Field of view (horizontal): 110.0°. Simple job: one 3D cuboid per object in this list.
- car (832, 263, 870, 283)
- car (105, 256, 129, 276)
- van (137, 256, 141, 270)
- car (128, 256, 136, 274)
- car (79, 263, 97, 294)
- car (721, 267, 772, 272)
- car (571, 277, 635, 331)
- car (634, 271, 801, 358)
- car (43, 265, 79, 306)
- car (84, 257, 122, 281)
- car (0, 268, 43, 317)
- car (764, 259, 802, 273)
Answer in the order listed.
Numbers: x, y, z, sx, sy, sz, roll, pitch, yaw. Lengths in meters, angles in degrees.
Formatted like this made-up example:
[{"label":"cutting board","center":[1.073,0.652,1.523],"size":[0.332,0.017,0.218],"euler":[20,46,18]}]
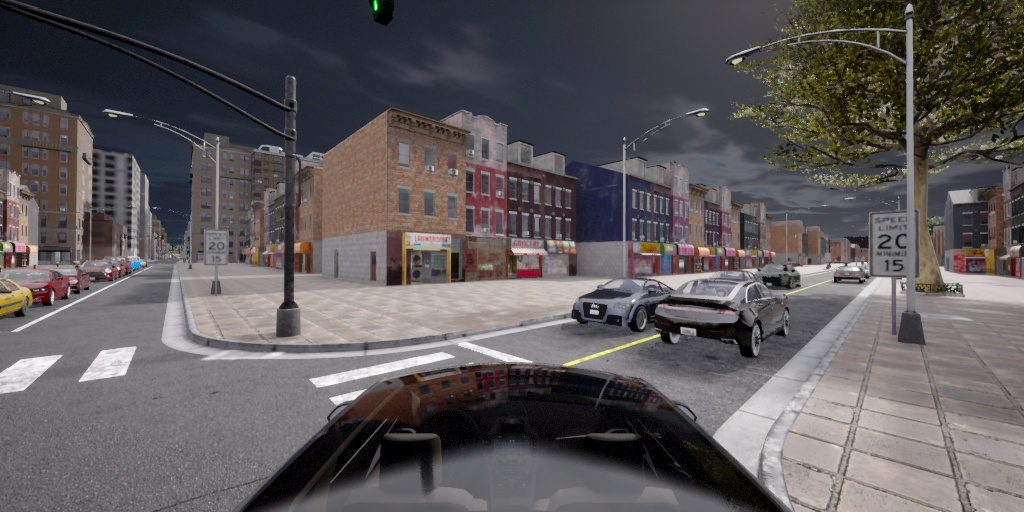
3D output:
[{"label":"car","center":[29.308,1.551,31.117],"size":[5.357,1.411,2.033],"euler":[1,-1,-43]},{"label":"car","center":[-34.454,1.037,30.514],"size":[1.967,1.591,4.097],"euler":[0,0,-43]},{"label":"van","center":[-45.957,0.914,42.780],"size":[1.690,1.789,3.998],"euler":[0,0,-43]},{"label":"car","center":[-38.288,0.903,34.603],"size":[2.192,1.841,5.009],"euler":[0,0,-43]},{"label":"car","center":[-22.951,1.211,18.248],"size":[1.802,1.307,4.207],"euler":[0,0,-43]},{"label":"car","center":[11.177,1.418,18.151],"size":[5.357,1.411,2.033],"euler":[1,-1,-43]},{"label":"car","center":[3.709,1.369,11.170],"size":[4.181,1.385,1.994],"euler":[1,-1,-43]},{"label":"car","center":[5.234,1.283,8.695],"size":[4.902,1.511,2.128],"euler":[1,-1,-43]},{"label":"car","center":[-19.117,1.189,14.159],"size":[1.888,1.381,4.507],"euler":[0,0,-43]},{"label":"car","center":[-30.620,1.046,26.425],"size":[1.967,1.591,4.097],"euler":[0,0,-43]},{"label":"car","center":[-15.167,1.184,9.947],"size":[1.751,1.417,4.829],"euler":[0,0,-43]},{"label":"car","center":[18.396,1.288,24.895],"size":[4.553,1.767,2.097],"euler":[1,-1,-43]}]
